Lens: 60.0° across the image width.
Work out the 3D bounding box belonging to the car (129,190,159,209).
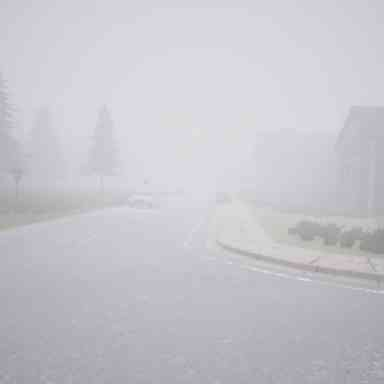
[{"bbox_3d":[-3.970,0.575,28.439,1.812,1.442,4.674,3,2,6],"label":"car"}]

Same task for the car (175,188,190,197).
[{"bbox_3d":[-1.496,0.096,52.553,1.895,1.301,4.718,3,2,6],"label":"car"}]

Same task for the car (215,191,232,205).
[{"bbox_3d":[3.537,0.581,37.557,1.816,1.474,4.193,-3,1,3],"label":"car"}]
